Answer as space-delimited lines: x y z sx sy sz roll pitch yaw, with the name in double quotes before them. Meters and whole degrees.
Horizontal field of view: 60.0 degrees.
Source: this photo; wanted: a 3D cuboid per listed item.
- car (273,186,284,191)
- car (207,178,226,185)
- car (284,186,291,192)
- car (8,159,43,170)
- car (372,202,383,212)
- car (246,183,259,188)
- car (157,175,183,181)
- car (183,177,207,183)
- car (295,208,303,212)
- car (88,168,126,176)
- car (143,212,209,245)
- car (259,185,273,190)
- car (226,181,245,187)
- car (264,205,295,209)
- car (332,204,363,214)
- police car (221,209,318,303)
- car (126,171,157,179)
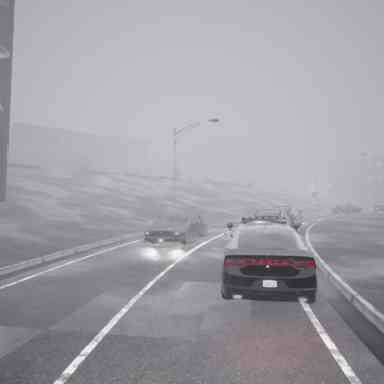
"car" 19.307 -0.644 79.791 2.185 1.767 4.553 -4 -6 42
"car" 3.747 -1.820 63.861 4.553 1.767 2.185 4 -6 -42
"car" 23.013 -0.423 83.999 2.435 2.045 5.566 -4 -6 41
"car" -21.495 -3.264 42.539 4.553 1.767 2.185 3 -5 -39
"car" 28.534 2.274 49.321 4.674 1.442 1.812 1 -4 -38
"car" 11.764 -1.085 71.717 2.002 1.452 4.674 -4 -6 45
"car" -4.475 -2.190 56.454 4.674 1.452 2.002 3 -5 -40
"car" -0.315 -1.965 60.118 5.008 1.535 2.097 4 -5 -41
"car" 6.390 1.680 22.935 1.837 1.490 4.892 -2 -1 25
"car" -12.995 -2.711 49.409 4.892 1.521 2.231 3 -5 -39
"car" -0.573 1.717 16.778 2.033 1.411 5.357 -1 -1 17
"car" 15.508 -0.839 75.631 2.231 1.521 4.892 -4 -6 44
"car" 7.868 -1.378 67.818 4.792 1.488 2.163 4 -6 -44
"car" 4.220 1.613 17.634 1.837 1.490 4.892 -1 -1 19
"car" 19.679 2.148 42.052 4.718 1.301 1.895 1 -4 -40
"police car" 1.835 1.452 8.506 1.930 1.638 5.238 -1 0 10
"car" -8.713 -2.483 52.884 4.892 1.521 2.231 3 -5 -39
